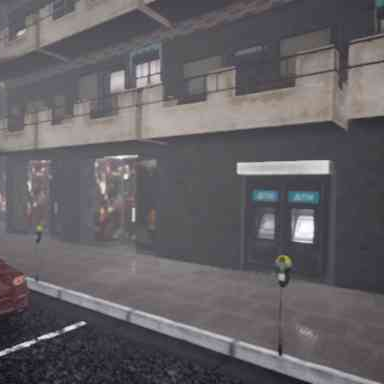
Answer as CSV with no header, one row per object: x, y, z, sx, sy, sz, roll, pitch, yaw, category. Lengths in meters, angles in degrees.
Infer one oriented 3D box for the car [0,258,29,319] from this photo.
-4.566,1.512,5.958,4.206,1.307,1.802,1,1,35,car
